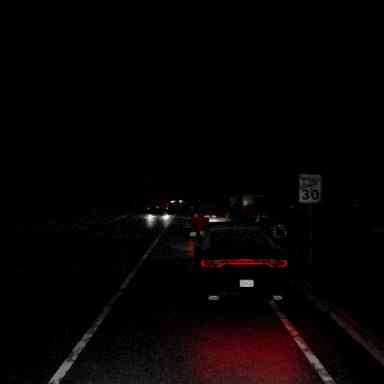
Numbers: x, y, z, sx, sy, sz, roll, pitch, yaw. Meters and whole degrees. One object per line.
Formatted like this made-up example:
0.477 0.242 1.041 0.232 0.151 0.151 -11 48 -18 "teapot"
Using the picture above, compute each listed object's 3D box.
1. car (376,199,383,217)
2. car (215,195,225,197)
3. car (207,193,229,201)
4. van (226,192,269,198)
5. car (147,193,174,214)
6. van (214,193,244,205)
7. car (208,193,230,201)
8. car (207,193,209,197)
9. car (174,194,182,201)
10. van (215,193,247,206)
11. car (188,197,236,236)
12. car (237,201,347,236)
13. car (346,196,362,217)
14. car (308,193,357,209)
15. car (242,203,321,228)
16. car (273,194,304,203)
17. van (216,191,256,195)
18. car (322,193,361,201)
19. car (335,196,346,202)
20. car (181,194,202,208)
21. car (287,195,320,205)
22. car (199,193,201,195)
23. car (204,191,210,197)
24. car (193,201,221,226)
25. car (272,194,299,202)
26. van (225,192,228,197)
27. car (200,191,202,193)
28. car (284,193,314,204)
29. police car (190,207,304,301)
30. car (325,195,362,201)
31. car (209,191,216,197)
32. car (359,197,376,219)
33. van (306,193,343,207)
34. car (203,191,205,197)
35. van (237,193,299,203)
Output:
18.787 1.461 28.096 4.892 1.521 2.231 0 0 0 "car"
5.699 1.408 41.340 4.892 1.521 2.231 0 0 0 "car"
5.613 1.013 72.177 4.553 1.767 2.185 0 1 0 "car"
5.594 1.229 30.124 4.442 1.987 1.878 0 0 0 "van"
-3.357 1.146 35.147 2.150 2.045 5.566 0 0 0 "car"
5.792 1.088 52.554 4.442 1.987 1.878 0 1 0 "van"
5.618 1.038 69.373 4.553 1.767 2.185 0 1 0 "car"
5.660 1.279 60.965 4.674 1.452 2.002 0 1 0 "car"
-3.264 1.136 72.746 1.882 1.535 5.008 0 0 0 "car"
5.797 1.113 49.750 4.442 1.987 1.878 0 1 0 "van"
0.971 1.332 18.377 2.097 1.767 4.553 0 0 0 "car"
5.543 1.465 18.907 5.366 1.575 1.946 0 0 0 "car"
18.969 1.443 33.651 5.366 1.575 1.946 0 0 0 "car"
18.796 1.133 44.756 5.566 2.045 2.435 0 1 0 "car"
5.726 1.505 21.710 4.674 1.452 2.002 0 0 0 "car"
18.552 1.208 64.186 5.366 1.575 1.946 0 0 0 "car"
5.805 1.162 44.146 4.442 1.987 1.878 0 0 0 "van"
18.743 1.152 41.979 5.566 2.045 2.435 0 0 0 "car"
18.751 1.468 36.423 4.792 1.488 2.163 0 0 0 "car"
0.007 1.420 45.089 2.033 1.411 5.357 0 0 1 "car"
18.721 1.315 55.860 4.792 1.488 2.163 0 1 0 "car"
-0.011 1.273 58.234 2.128 1.511 4.902 0 0 0 "car"
5.629 0.962 63.766 5.566 2.045 2.435 0 1 0 "car"
0.970 1.471 24.415 1.837 1.490 4.892 0 0 0 "car"
18.738 1.187 66.963 4.892 1.521 2.231 0 1 0 "car"
5.823 1.221 32.925 4.442 1.987 1.878 0 0 0 "van"
5.795 0.936 94.603 5.366 1.575 1.946 0 1 0 "car"
18.777 1.135 58.636 4.553 1.767 2.185 0 1 0 "car"
0.973 1.420 8.504 1.930 1.638 5.238 0 0 0 "police car"
18.805 1.451 39.206 4.792 1.488 2.163 0 0 0 "car"
5.656 1.112 46.946 5.566 2.045 2.435 0 1 0 "car"
18.784 1.454 30.874 5.008 1.535 2.097 0 0 0 "car"
18.880 1.134 47.532 4.442 1.987 1.878 0 1 0 "van"
5.625 0.937 66.569 5.566 2.045 2.435 0 1 0 "car"
5.836 1.236 24.513 4.442 1.987 1.878 0 0 0 "van"
